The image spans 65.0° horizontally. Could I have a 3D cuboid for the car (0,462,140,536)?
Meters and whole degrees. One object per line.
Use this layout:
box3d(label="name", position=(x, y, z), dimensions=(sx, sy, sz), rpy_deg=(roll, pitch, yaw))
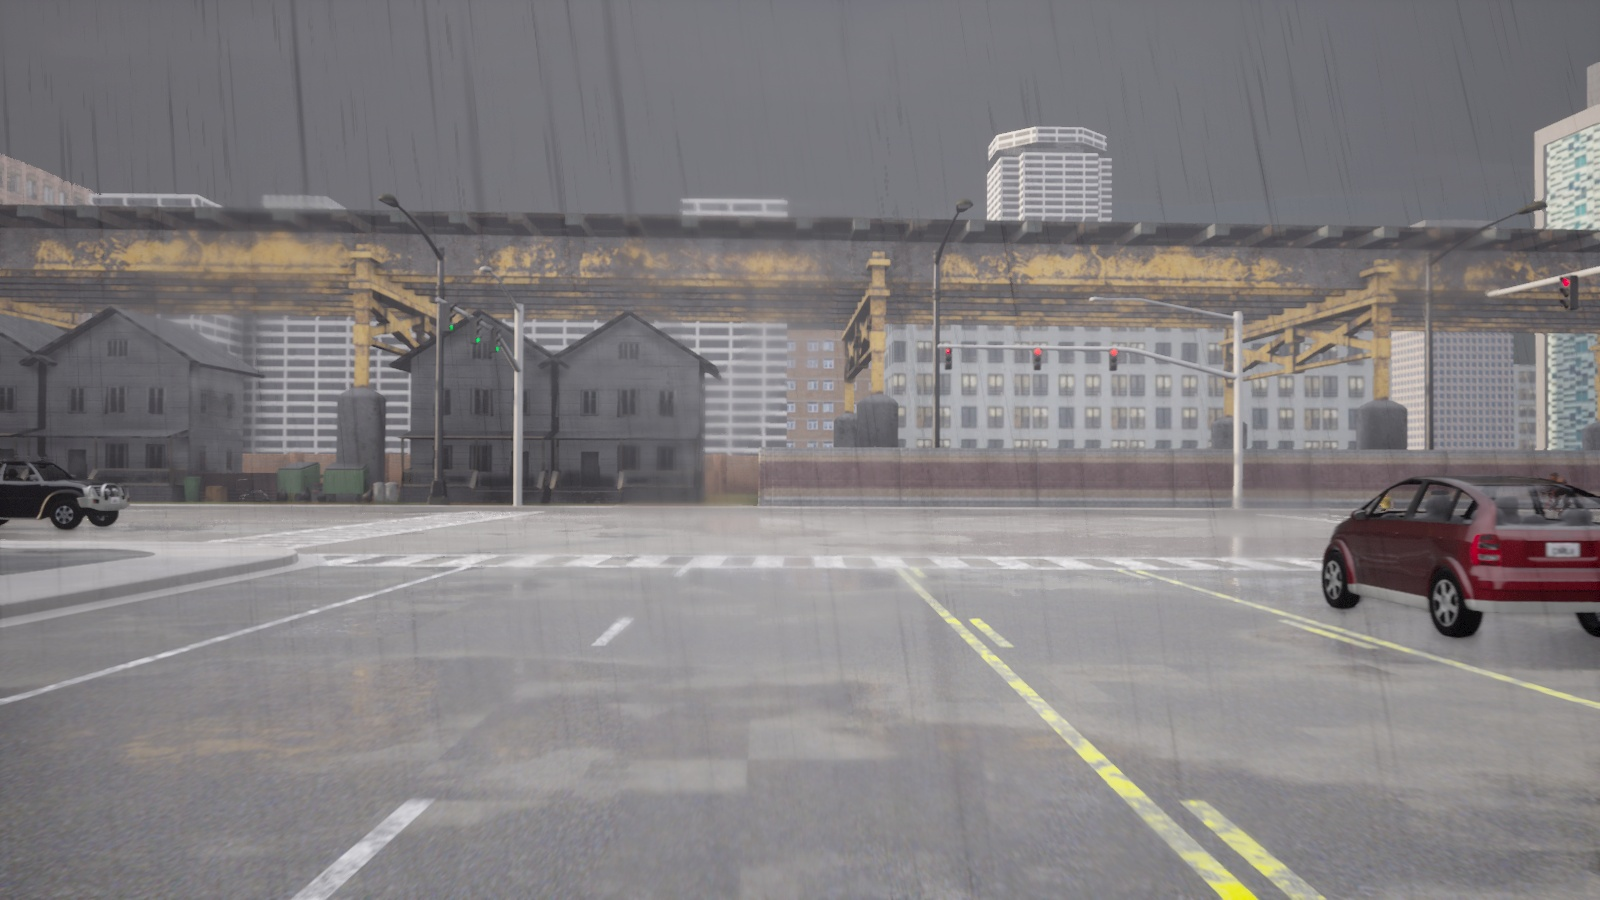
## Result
box3d(label="car", position=(-19.988, 1.265, 32.670), dimensions=(4.605, 1.855, 1.932), rpy_deg=(0, -1, 0))

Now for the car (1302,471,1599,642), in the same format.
box3d(label="car", position=(6.967, 1.003, 13.313), dimensions=(1.789, 1.549, 3.705), rpy_deg=(0, -1, 0))
